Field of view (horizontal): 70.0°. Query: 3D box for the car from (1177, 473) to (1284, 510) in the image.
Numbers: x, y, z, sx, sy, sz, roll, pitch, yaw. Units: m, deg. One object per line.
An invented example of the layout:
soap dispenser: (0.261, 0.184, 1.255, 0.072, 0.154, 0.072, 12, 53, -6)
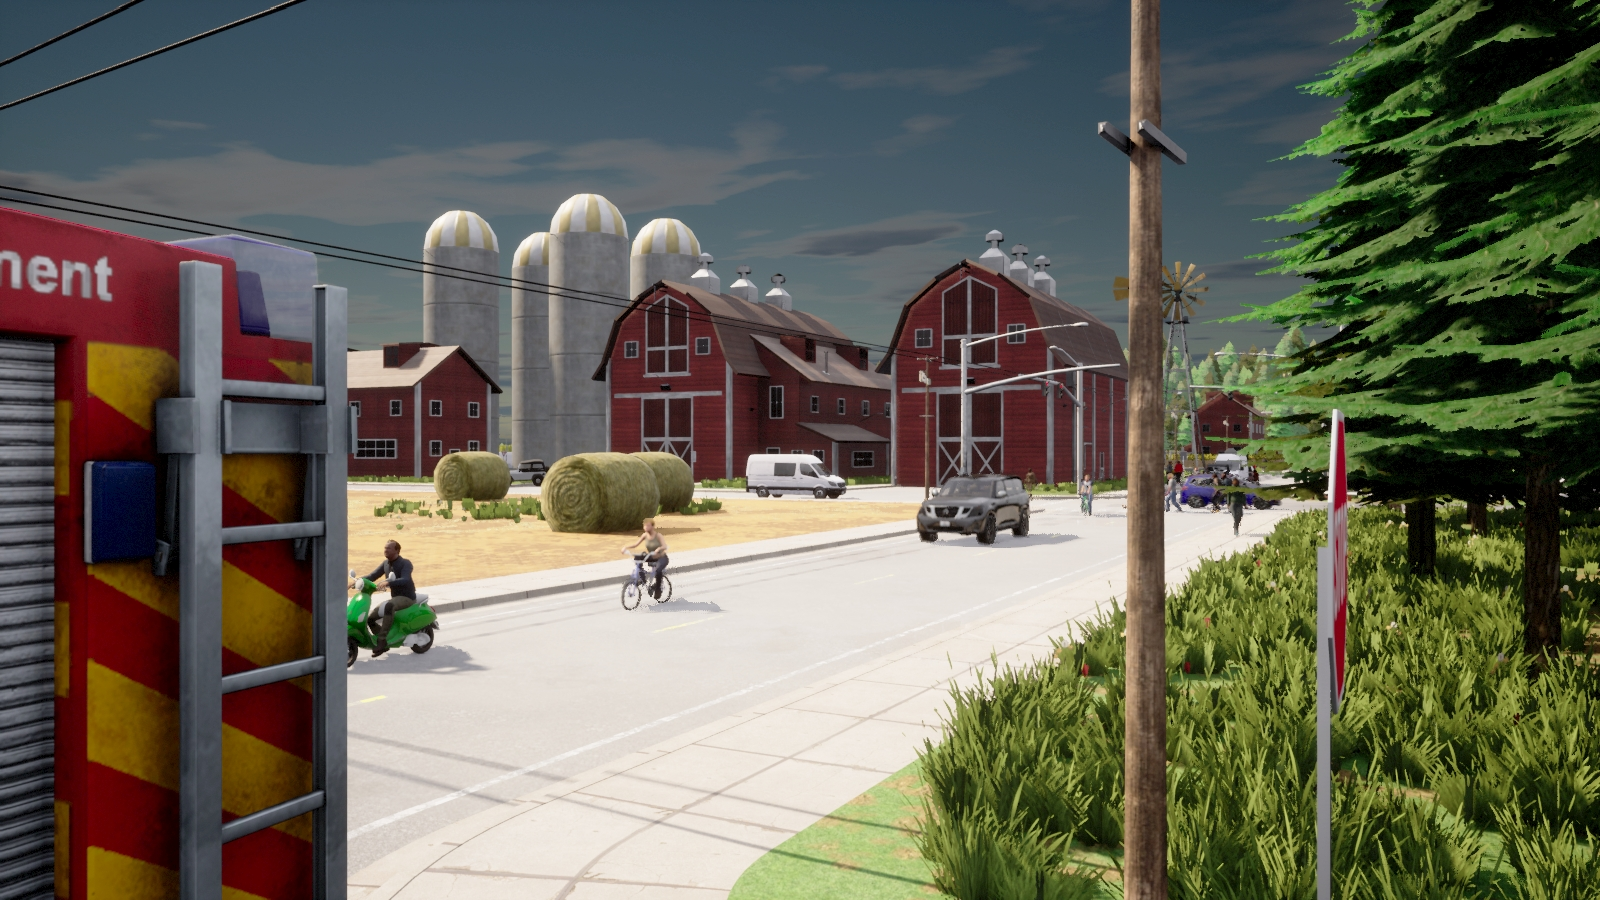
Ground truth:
car: (20.705, 1.955, 54.950, 4.611, 1.667, 2.242, 0, 0, 27)

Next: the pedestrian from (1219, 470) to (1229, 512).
pedestrian: (18.998, 1.842, 51.190, 0.375, 1.860, 0.375, 0, 0, 27)

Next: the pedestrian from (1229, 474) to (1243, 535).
pedestrian: (13.584, 1.696, 35.587, 0.375, 1.860, 0.375, 0, 0, 13)

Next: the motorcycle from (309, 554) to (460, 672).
motorcycle: (-5.557, 2.142, 15.380, 0.856, 1.316, 1.805, 0, 0, 28)

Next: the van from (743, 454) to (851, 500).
van: (-0.188, 1.504, 65.713, 5.915, 2.561, 1.988, 0, 0, 27)

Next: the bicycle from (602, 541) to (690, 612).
bicycle: (-2.753, 2.256, 20.599, 0.859, 1.080, 1.487, 0, 0, 28)

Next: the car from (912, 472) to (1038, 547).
car: (5.618, 1.779, 36.035, 2.150, 2.045, 5.566, 0, 0, 29)

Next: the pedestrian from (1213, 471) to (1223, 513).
pedestrian: (18.469, 1.848, 50.484, 0.375, 1.860, 0.375, 0, 0, 28)

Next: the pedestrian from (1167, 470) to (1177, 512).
pedestrian: (16.751, 1.846, 51.393, 0.375, 1.860, 0.375, 0, 0, 27)

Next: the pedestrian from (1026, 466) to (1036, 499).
pedestrian: (12.914, 1.822, 63.833, 0.375, 1.860, 0.375, 0, 0, 41)

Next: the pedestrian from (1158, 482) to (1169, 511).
pedestrian: (16.664, 2.121, 52.379, 0.375, 1.300, 0.375, 0, 0, 29)

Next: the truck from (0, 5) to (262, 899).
truck: (-6.085, 0.866, 3.638, 8.468, 3.827, 2.891, 0, 0, 22)
